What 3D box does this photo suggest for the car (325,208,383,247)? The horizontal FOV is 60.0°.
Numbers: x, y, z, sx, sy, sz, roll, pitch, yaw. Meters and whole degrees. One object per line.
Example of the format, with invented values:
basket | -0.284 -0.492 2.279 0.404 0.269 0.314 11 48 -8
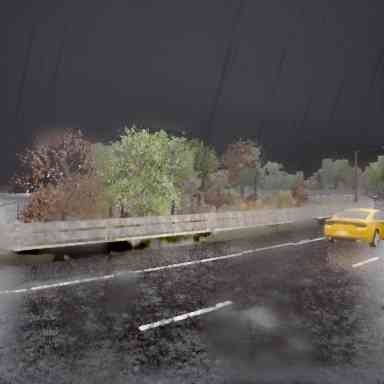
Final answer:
car | 7.861 1.483 15.121 5.008 1.535 1.882 0 0 -44
